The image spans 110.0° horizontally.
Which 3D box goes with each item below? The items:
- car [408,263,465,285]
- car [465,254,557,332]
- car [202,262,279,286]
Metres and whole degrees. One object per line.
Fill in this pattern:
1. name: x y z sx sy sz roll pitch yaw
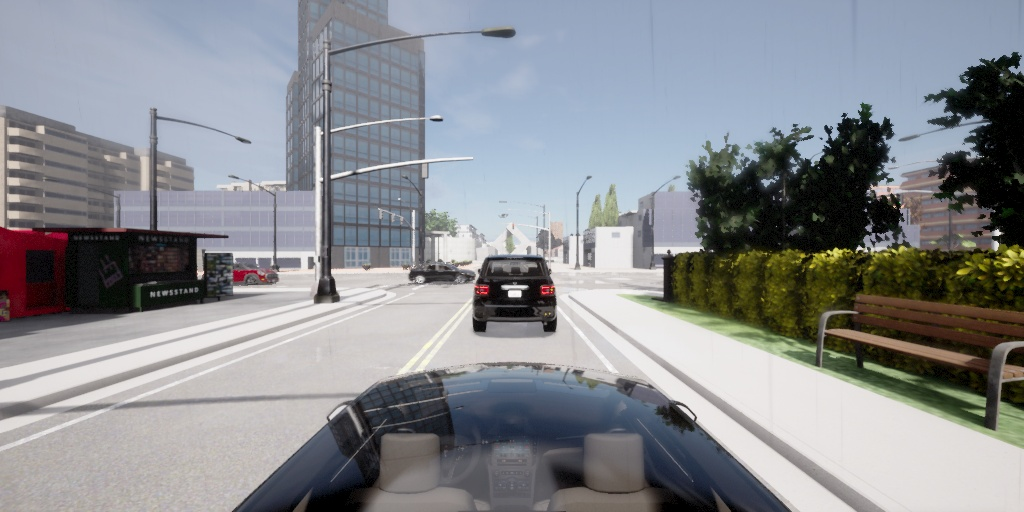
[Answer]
1. car: -5.012 1.281 25.962 4.892 1.490 1.837 -1 0 3
2. car: 0.082 0.971 10.991 2.150 2.045 5.566 0 0 0
3. car: -19.608 1.244 26.083 4.553 1.767 2.097 -1 0 0
